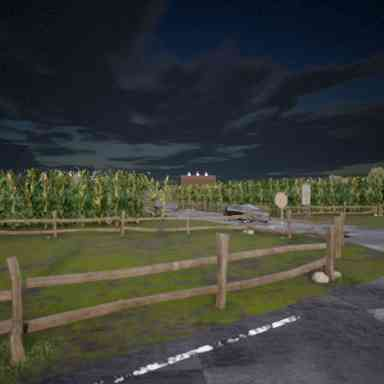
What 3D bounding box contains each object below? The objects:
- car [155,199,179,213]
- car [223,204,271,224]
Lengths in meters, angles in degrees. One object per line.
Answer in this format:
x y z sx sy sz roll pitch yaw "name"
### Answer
-3.381 1.752 42.870 2.097 1.767 4.553 0 0 -25 "car"
4.275 1.707 26.563 1.837 1.490 4.892 0 0 -25 "car"
